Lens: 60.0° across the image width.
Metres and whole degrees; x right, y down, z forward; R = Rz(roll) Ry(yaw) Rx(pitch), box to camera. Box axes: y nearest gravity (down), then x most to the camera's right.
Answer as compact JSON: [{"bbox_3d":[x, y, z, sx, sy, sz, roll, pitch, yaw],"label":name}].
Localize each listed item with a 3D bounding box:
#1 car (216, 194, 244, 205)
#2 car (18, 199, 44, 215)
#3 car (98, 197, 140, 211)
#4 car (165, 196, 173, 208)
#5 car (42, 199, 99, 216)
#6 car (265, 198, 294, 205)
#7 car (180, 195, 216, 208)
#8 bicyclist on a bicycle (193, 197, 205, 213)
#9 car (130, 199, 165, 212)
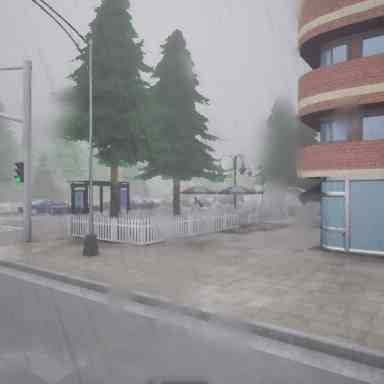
[{"bbox_3d":[6.043,1.166,54.939,5.566,2.045,2.150,0,0,-31],"label":"car"},{"bbox_3d":[-14.562,1.422,32.967,1.882,1.535,5.008,0,0,36],"label":"car"},{"bbox_3d":[-8.844,1.422,40.638,1.882,1.535,5.008,0,0,38],"label":"car"},{"bbox_3d":[-2.251,1.296,48.340,4.553,1.767,2.097,0,0,-43],"label":"car"},{"bbox_3d":[-11.265,1.545,31.573,1.895,1.301,4.718,0,0,36],"label":"car"},{"bbox_3d":[13.351,1.545,50.751,4.718,1.301,1.895,0,0,-26],"label":"car"},{"bbox_3d":[0.816,1.508,46.492,4.181,1.385,1.994,0,0,-43],"label":"car"},{"bbox_3d":[0.424,1.245,27.312,1.656,1.620,0.582,0,0,36],"label":"bicyclist on a bicycle"},{"bbox_3d":[-5.796,1.545,38.933,1.895,1.301,4.718,0,0,37],"label":"car"}]
